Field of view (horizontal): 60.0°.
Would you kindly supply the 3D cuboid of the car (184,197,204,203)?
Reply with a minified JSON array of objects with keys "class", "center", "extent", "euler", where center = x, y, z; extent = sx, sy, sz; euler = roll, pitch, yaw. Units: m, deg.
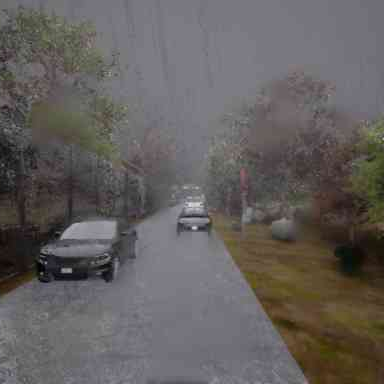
[{"class":"car","center":[0.229,1.567,38.678],"extent":[2.150,2.045,5.566],"euler":[0,-1,0]}]

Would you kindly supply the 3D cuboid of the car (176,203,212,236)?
[{"class":"car","center":[0.133,1.586,18.897],"extent":[2.128,1.511,4.902],"euler":[0,-1,0]}]

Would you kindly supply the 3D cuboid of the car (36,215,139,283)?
[{"class":"car","center":[-2.828,1.506,9.994],"extent":[1.882,1.535,5.008],"euler":[0,0,0]}]
